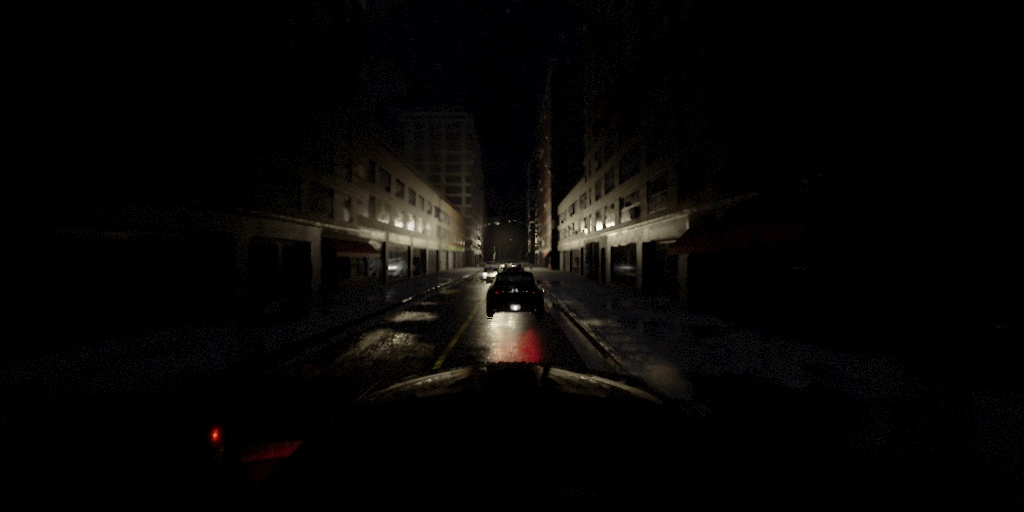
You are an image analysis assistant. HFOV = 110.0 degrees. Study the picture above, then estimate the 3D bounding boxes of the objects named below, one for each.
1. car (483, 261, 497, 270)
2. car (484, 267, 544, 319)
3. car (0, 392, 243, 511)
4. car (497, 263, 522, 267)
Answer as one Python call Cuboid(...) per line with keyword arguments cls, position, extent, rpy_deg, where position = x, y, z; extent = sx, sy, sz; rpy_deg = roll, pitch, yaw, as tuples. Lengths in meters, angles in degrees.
Cuboid(cls="car", position=(-2.758, 1.463, 48.564), extent=(1.812, 1.442, 4.674), rpy_deg=(0, 0, 0))
Cuboid(cls="car", position=(0.099, 1.295, 13.092), extent=(1.837, 1.490, 4.892), rpy_deg=(0, 0, 0))
Cuboid(cls="car", position=(-2.850, 1.292, 0.145), extent=(2.033, 1.411, 5.357), rpy_deg=(0, 0, 0))
Cuboid(cls="car", position=(0.099, 1.351, 30.756), extent=(2.128, 1.511, 4.902), rpy_deg=(0, 0, 0))
